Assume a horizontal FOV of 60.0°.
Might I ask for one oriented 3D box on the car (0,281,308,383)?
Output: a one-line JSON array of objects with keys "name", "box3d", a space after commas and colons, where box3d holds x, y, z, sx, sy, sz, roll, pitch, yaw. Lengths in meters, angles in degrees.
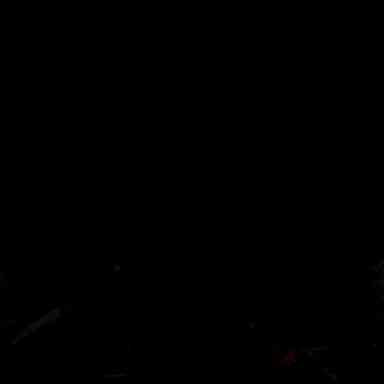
[{"name": "car", "box3d": [-0.960, 1.653, 3.429, 4.206, 1.307, 1.802, 0, -1, -7]}]
